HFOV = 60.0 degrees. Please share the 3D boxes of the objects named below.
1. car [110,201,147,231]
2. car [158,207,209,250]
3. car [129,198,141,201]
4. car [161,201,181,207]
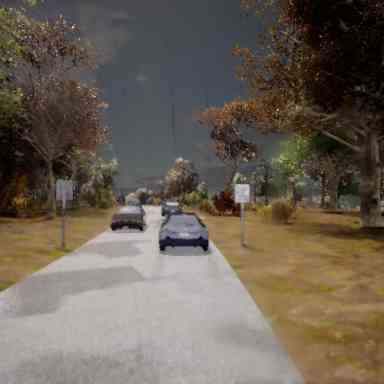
[{"bbox_3d":[-3.758,1.511,20.494,2.033,1.411,5.357,0,0,-5],"label":"car"},{"bbox_3d":[-0.396,1.545,14.290,1.994,1.385,4.181,0,0,-3],"label":"car"},{"bbox_3d":[-10.696,1.905,62.527,2.128,1.511,4.902,1,-1,-13],"label":"car"},{"bbox_3d":[-1.915,1.553,31.018,1.812,1.442,4.674,1,0,-7],"label":"car"}]
